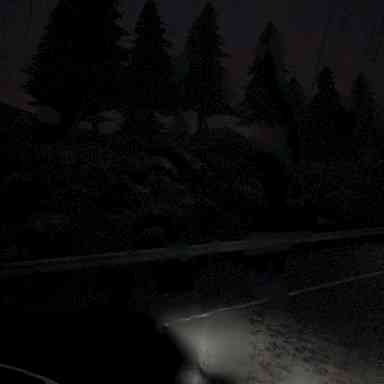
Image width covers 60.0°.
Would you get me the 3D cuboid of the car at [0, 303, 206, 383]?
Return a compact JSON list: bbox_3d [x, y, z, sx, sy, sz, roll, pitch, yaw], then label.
[{"bbox_3d":[-2.113,1.496,2.189,4.892,1.490,1.837,1,0,-35],"label":"car"}]
